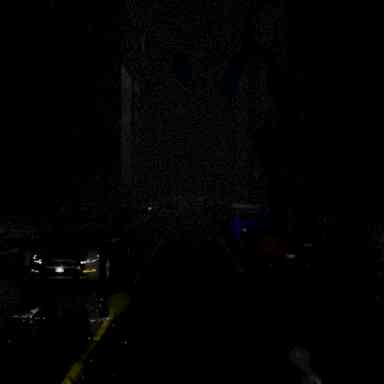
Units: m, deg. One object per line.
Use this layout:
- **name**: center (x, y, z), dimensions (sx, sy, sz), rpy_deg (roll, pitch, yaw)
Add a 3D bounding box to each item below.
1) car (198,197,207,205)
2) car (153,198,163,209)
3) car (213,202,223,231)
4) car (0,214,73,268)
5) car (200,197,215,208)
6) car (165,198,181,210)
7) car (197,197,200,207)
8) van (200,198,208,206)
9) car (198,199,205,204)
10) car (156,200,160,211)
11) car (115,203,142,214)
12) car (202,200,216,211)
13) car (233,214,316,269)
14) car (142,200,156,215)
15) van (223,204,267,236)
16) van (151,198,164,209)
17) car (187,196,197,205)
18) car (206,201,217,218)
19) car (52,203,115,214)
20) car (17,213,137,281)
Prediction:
- **car**: center (2.670, 2.243, 84.377), dimensions (2.192, 1.841, 5.009), rpy_deg (0, -1, 0)
- **car**: center (-5.818, 2.071, 50.530), dimensions (1.752, 1.417, 4.829), rpy_deg (0, -1, 0)
- **car**: center (2.739, 1.680, 22.679), dimensions (1.967, 1.590, 4.097), rpy_deg (0, -1, 0)
- **car**: center (-5.774, 1.673, 11.436), dimensions (2.008, 1.369, 4.403), rpy_deg (0, -1, 0)
- **car**: center (2.707, 1.863, 50.724), dimensions (2.192, 1.841, 5.009), rpy_deg (0, -1, 0)
- **car**: center (-3.130, 2.123, 51.716), dimensions (1.994, 1.385, 4.181), rpy_deg (0, -1, 0)
- **car**: center (2.281, 2.139, 62.691), dimensions (1.801, 1.575, 5.366), rpy_deg (0, -1, 0)
- **van**: center (2.682, 2.142, 73.159), dimensions (1.690, 1.788, 3.998), rpy_deg (0, -1, 0)
- **car**: center (2.657, 2.601, 95.592), dimensions (1.887, 1.381, 4.507), rpy_deg (0, -1, 0)
- **car**: center (-5.812, 2.067, 45.090), dimensions (1.802, 1.307, 4.206), rpy_deg (0, -1, 0)
- **car**: center (-5.793, 1.867, 28.263), dimensions (1.947, 1.339, 4.313), rpy_deg (0, -1, 0)
- **car**: center (2.713, 2.067, 45.113), dimensions (1.802, 1.307, 4.206), rpy_deg (0, -1, 0)
- **car**: center (2.751, 1.666, 11.461), dimensions (1.887, 1.381, 4.507), rpy_deg (0, -1, 0)
- **car**: center (-5.805, 1.974, 39.481), dimensions (2.008, 1.369, 4.403), rpy_deg (0, -1, 0)
- **van**: center (2.745, 1.522, 17.071), dimensions (1.690, 1.788, 3.998), rpy_deg (0, -1, 0)
- **van**: center (-5.824, 1.952, 56.311), dimensions (1.690, 1.788, 3.998), rpy_deg (0, -1, 0)
- **car**: center (-0.089, 2.000, 80.434), dimensions (2.150, 2.045, 5.566), rpy_deg (0, -1, 0)
- **car**: center (2.726, 1.927, 33.895), dimensions (1.947, 1.339, 4.313), rpy_deg (0, -1, 0)
- **car**: center (-5.780, 1.496, 17.047), dimensions (2.192, 1.841, 5.009), rpy_deg (0, -1, 0)
- **car**: center (-3.111, 1.614, 10.239), dimensions (1.837, 1.490, 4.892), rpy_deg (0, -1, 0)
